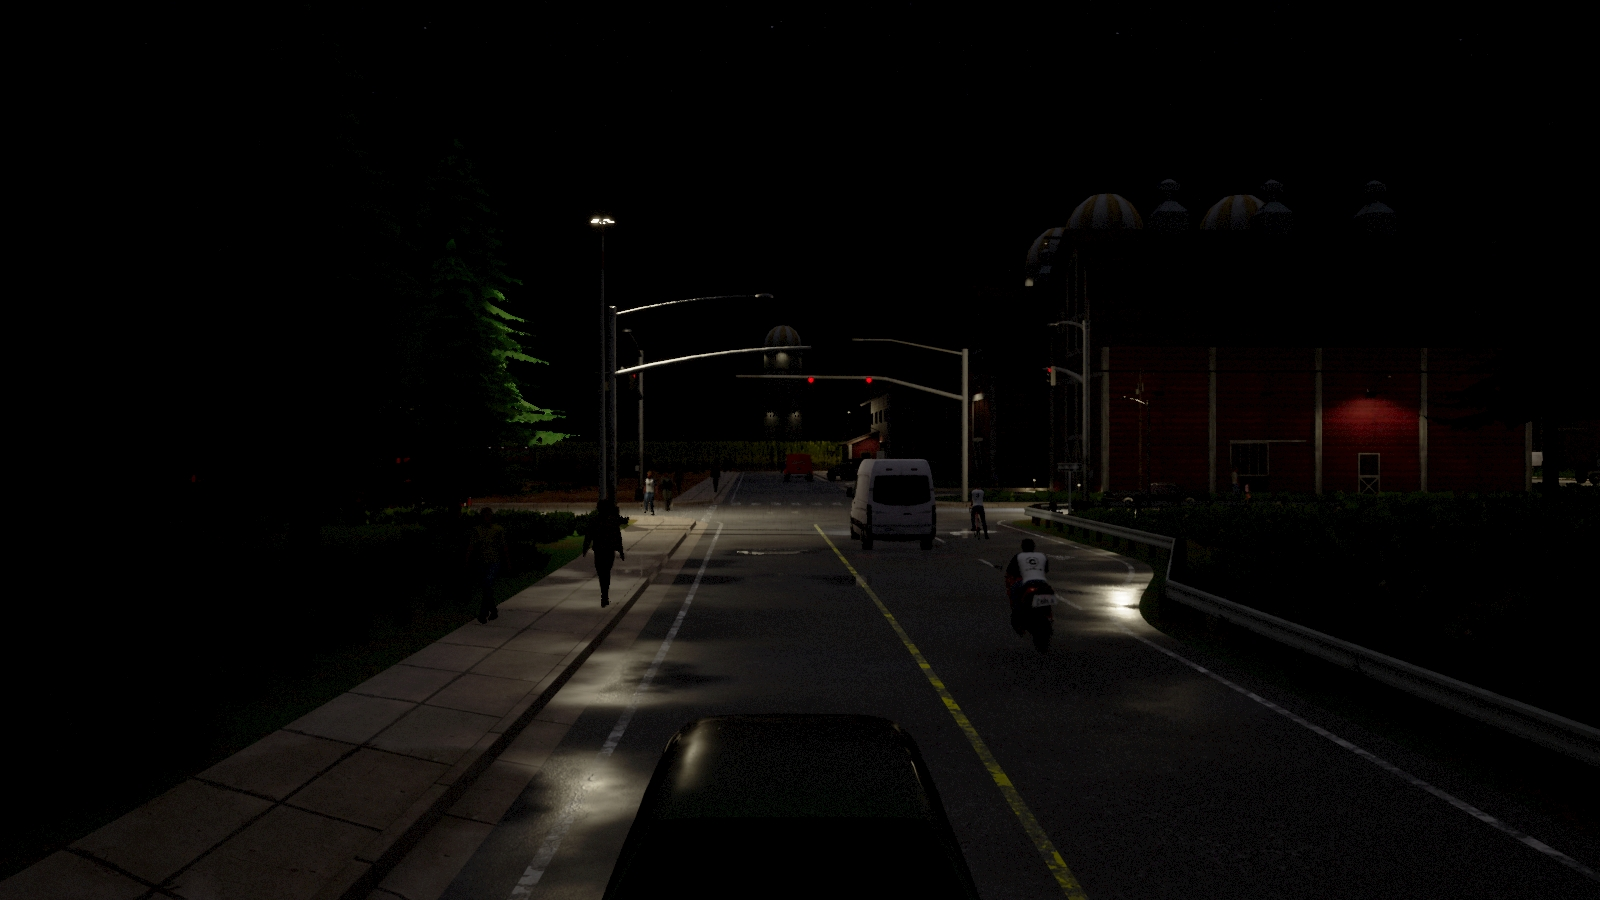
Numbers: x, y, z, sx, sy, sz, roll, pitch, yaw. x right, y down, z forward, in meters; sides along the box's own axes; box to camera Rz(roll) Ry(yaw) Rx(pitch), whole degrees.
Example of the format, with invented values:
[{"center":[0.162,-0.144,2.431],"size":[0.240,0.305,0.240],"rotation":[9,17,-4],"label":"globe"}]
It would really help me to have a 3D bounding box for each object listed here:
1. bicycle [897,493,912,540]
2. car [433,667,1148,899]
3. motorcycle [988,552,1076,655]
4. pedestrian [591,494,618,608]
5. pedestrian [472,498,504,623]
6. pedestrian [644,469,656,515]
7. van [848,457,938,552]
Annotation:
[{"center":[3.290,2.079,36.037],"size":[0.373,1.396,1.643],"rotation":[0,0,3],"label":"bicycle"},{"center":[-0.032,1.973,4.130],"size":[1.851,1.617,3.988],"rotation":[0,0,0],"label":"car"},{"center":[3.289,2.159,16.403],"size":[0.803,1.199,2.033],"rotation":[0,0,-1],"label":"motorcycle"},{"center":[-3.243,1.669,18.955],"size":[0.375,1.860,0.375],"rotation":[0,0,1],"label":"pedestrian"},{"center":[-4.747,1.670,17.396],"size":[0.375,1.860,0.375],"rotation":[0,0,1],"label":"pedestrian"},{"center":[-6.110,1.698,46.504],"size":[0.375,1.860,0.375],"rotation":[0,0,14],"label":"pedestrian"},{"center":[2.659,1.508,34.092],"size":[1.988,2.561,5.915],"rotation":[0,0,-2],"label":"van"}]
